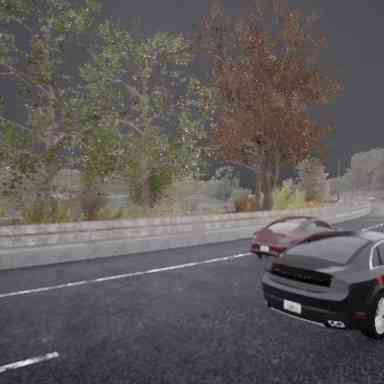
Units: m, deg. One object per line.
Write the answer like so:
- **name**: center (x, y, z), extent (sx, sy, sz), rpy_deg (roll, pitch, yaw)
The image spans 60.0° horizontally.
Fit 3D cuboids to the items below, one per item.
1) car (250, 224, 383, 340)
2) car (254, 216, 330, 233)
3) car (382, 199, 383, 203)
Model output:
- **car**: center (3.439, 1.535, 6.697), extent (4.892, 1.490, 1.837), rpy_deg (0, 0, -39)
- **car**: center (3.964, 1.578, 11.703), extent (4.674, 1.442, 1.812), rpy_deg (0, 0, -41)
- **car**: center (46.459, 1.934, 77.811), extent (1.895, 1.301, 4.718), rpy_deg (0, 0, 5)
